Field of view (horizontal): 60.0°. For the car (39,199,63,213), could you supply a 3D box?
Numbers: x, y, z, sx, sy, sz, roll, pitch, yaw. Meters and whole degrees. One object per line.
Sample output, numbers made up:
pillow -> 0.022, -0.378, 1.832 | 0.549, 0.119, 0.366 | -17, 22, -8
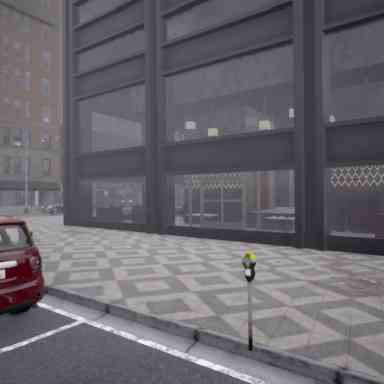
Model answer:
car -> -14.394, 1.571, 36.704 | 2.097, 1.767, 4.553 | -1, -1, 36

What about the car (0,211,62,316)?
car -> -4.828, 1.316, 6.295 | 5.009, 1.841, 2.192 | 0, -1, 35
